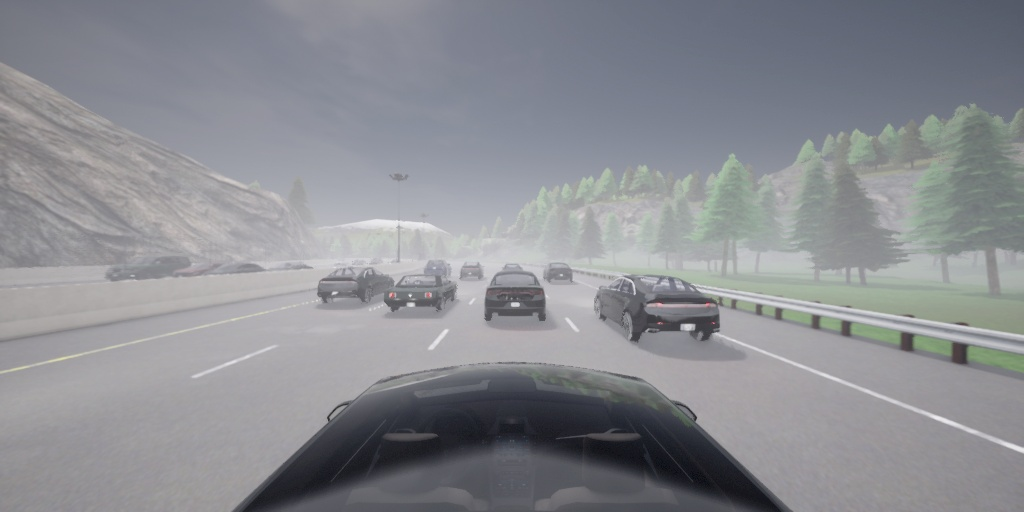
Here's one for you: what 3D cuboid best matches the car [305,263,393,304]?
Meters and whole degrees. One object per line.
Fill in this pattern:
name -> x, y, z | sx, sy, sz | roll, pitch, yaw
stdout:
car -> -6.906, 1.249, 16.385 | 2.128, 1.511, 4.902 | 0, 0, 0

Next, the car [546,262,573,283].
car -> 3.543, 1.242, 28.419 | 1.882, 1.535, 5.008 | 0, 0, -1

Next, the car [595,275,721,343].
car -> 3.596, 1.246, 9.757 | 2.128, 1.511, 4.902 | 0, 0, 0

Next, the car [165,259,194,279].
car -> -24.689, 1.240, 29.150 | 1.882, 1.535, 5.008 | 0, 0, -1

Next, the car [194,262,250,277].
car -> -21.169, 1.267, 27.509 | 1.837, 1.490, 4.892 | 0, 0, -1

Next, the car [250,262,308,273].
car -> -17.680, 1.254, 28.316 | 2.128, 1.511, 4.902 | 0, 0, -1

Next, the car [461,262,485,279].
car -> -3.542, 1.257, 32.049 | 2.128, 1.511, 4.902 | 0, 0, -2

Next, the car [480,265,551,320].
car -> 0.095, 1.233, 12.675 | 1.882, 1.535, 5.008 | 0, 0, 0

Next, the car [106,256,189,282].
car -> -28.159, 0.983, 28.225 | 2.150, 2.045, 5.566 | 0, 0, -1

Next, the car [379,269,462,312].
car -> -3.407, 1.357, 14.319 | 1.895, 1.301, 4.718 | 0, 0, 0

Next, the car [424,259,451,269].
car -> -7.139, 1.119, 34.668 | 2.097, 1.767, 4.553 | 0, 0, -2
